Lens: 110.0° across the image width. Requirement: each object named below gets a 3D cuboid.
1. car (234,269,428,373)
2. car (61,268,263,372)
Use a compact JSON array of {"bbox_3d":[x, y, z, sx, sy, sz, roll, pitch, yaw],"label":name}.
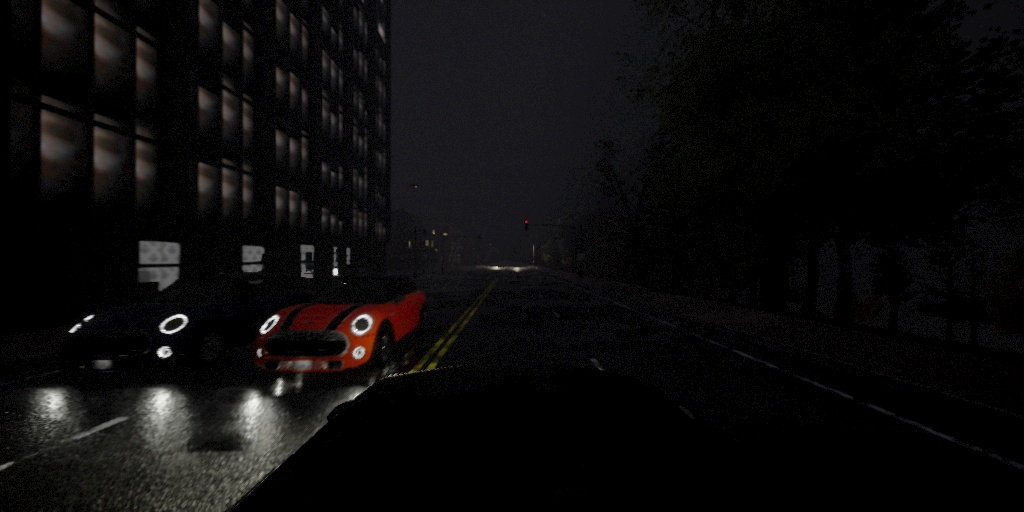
[{"bbox_3d":[-3.349,1.186,8.001,2.097,1.767,4.553,0,-1,0],"label":"car"},{"bbox_3d":[-6.600,1.186,8.039,2.097,1.767,4.553,0,-1,0],"label":"car"}]
